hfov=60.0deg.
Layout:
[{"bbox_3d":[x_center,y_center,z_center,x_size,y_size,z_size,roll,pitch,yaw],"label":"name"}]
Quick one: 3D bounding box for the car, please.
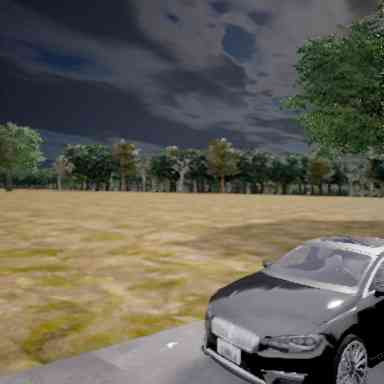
[{"bbox_3d":[2.377,1.511,5.162,4.902,1.511,2.128,0,0,-36],"label":"car"}]
